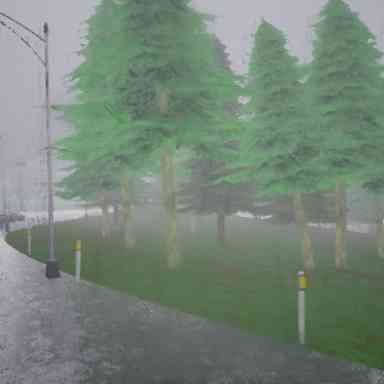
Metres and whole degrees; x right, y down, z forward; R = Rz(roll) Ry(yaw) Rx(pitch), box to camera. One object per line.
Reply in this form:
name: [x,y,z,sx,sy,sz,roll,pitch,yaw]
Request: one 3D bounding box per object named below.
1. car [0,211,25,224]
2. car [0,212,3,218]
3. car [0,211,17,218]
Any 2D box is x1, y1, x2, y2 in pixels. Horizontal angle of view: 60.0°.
car: [-22.520,3.099,41.408,2.128,1.511,4.902,-2,-1,-5]
car: [-47.655,5.497,79.735,1.812,1.442,4.674,-3,-2,6]
car: [-44.178,5.337,79.373,1.812,1.442,4.674,-3,-2,6]
